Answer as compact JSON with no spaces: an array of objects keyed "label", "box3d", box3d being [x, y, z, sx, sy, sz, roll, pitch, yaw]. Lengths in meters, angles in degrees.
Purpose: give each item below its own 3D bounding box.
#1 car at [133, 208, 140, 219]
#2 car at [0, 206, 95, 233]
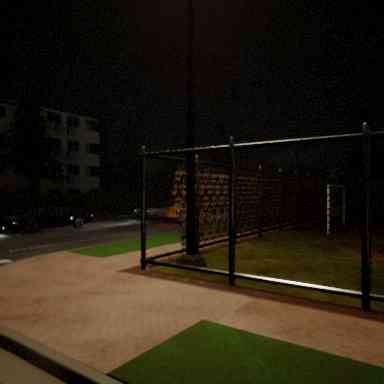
[{"label":"car","box3d":[-2.713,1.580,27.967,1.895,1.301,4.718,0,0,35]},{"label":"car","box3d":[-8.427,1.526,19.827,2.033,1.411,5.357,0,0,35]}]
